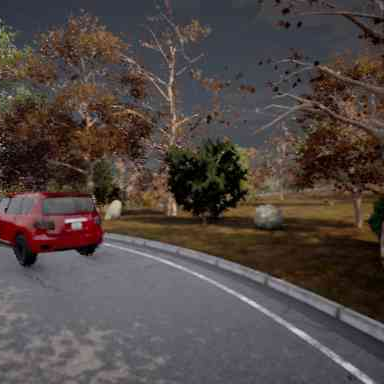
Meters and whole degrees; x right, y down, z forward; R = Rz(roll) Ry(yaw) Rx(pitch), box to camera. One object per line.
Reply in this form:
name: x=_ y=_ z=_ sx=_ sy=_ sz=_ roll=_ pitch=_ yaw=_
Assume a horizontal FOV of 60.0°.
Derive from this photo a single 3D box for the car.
car: x=-5.169 y=1.006 z=11.060 sx=5.566 sy=2.045 sz=2.150 roll=1 pitch=1 yaw=43
